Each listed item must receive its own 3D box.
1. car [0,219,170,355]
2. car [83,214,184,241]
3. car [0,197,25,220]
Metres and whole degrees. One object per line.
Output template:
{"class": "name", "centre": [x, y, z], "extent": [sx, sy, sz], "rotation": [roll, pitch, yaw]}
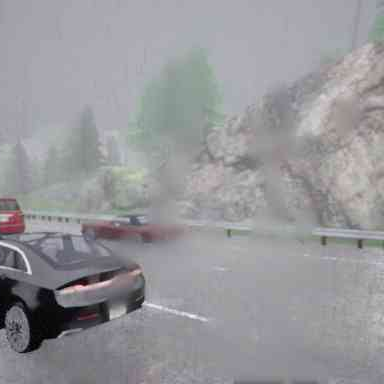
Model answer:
{"class": "car", "centre": [-3.022, 1.496, 6.133], "extent": [4.902, 1.511, 2.128], "rotation": [0, 0, 36]}
{"class": "car", "centre": [-2.740, 1.607, 14.537], "extent": [4.718, 1.301, 1.895], "rotation": [0, 0, 35]}
{"class": "car", "centre": [-9.937, 1.237, 15.382], "extent": [5.566, 2.045, 2.150], "rotation": [0, 0, 36]}
